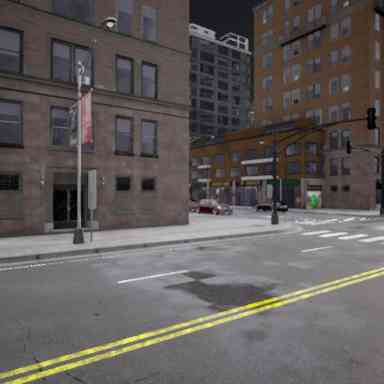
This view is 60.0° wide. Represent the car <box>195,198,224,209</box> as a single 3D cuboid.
[{"bbox_3d":[2.318,1.589,45.990,1.802,1.307,4.206,0,0,-35],"label":"car"}]

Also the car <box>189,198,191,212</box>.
[{"bbox_3d":[-1.045,1.417,36.855,1.967,1.590,4.097,0,0,-35],"label":"car"}]

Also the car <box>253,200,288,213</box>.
[{"bbox_3d":[8.689,1.575,36.994,1.947,1.339,4.313,0,0,-35],"label":"car"}]

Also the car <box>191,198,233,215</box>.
[{"bbox_3d":[2.139,1.419,32.357,1.967,1.590,4.097,0,0,-35],"label":"car"}]

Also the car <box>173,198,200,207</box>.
[{"bbox_3d":[-0.866,1.573,50.487,1.947,1.339,4.313,0,0,-35],"label":"car"}]

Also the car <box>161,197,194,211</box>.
[{"bbox_3d":[-1.912,1.464,42.474,1.882,1.535,5.008,0,0,-35],"label":"car"}]
